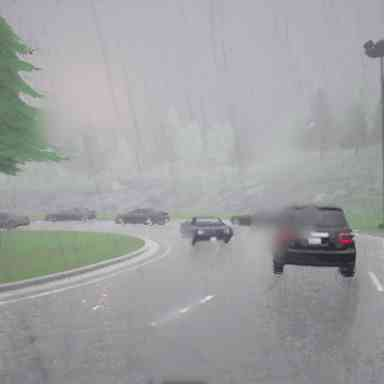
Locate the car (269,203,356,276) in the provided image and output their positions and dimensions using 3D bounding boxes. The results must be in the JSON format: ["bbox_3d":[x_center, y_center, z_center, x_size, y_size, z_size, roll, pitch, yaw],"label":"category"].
[{"bbox_3d":[3.859,1.374,11.080,2.150,2.045,5.566,0,-1,16],"label":"car"}]

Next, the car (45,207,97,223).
[{"bbox_3d":[-11.841,2.246,32.666,4.902,1.511,2.128,-1,-1,1],"label":"car"}]

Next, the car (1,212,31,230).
[{"bbox_3d":[-15.332,2.221,25.383,5.357,1.411,2.033,0,-1,-18],"label":"car"}]

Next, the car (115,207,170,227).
[{"bbox_3d":[-4.182,2.065,27.669,4.892,1.490,1.837,-1,-3,28],"label":"car"}]

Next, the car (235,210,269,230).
[{"bbox_3d":[4.898,1.975,24.263,1.895,1.301,4.718,0,-1,-31],"label":"car"}]

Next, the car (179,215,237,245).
[{"bbox_3d":[0.557,1.913,17.485,1.895,1.301,4.718,0,-1,-11],"label":"car"}]
